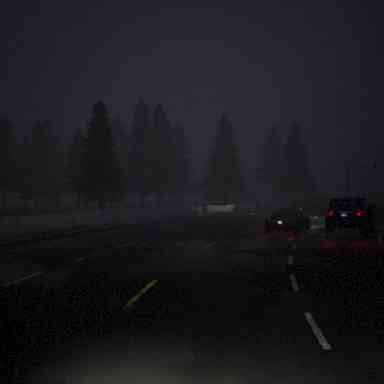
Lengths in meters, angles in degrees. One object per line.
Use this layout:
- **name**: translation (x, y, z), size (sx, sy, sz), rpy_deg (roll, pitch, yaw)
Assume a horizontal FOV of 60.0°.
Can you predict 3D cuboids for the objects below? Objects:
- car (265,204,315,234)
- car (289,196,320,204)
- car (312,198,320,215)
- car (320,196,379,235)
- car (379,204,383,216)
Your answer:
- **car**: translation (5.924, 1.687, 20.344), size (1.994, 1.385, 4.181), rpy_deg (0, 0, 30)
- **car**: translation (13.574, 1.510, 38.672), size (5.566, 2.045, 2.150), rpy_deg (0, 0, -33)
- **car**: translation (15.521, 1.698, 35.762), size (5.008, 1.535, 1.882), rpy_deg (0, 0, -33)
- **car**: translation (9.562, 1.341, 19.921), size (2.150, 2.045, 5.566), rpy_deg (-1, -1, 33)
- **car**: translation (17.552, 1.758, 32.477), size (4.181, 1.385, 1.994), rpy_deg (0, -1, -36)
